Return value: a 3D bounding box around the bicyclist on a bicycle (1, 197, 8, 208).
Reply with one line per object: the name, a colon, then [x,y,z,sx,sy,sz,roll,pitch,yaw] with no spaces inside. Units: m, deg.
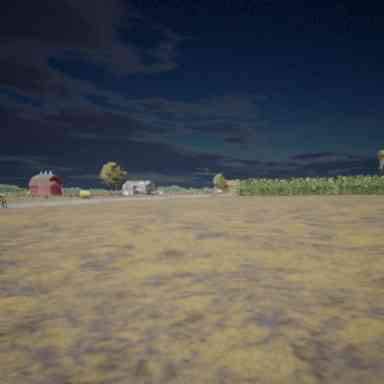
bicyclist on a bicycle: [-26.133,1.495,46.254,1.656,1.620,0.582,-1,0,35]
